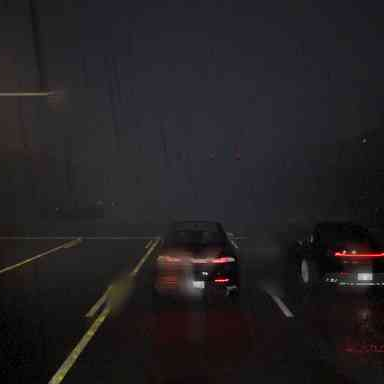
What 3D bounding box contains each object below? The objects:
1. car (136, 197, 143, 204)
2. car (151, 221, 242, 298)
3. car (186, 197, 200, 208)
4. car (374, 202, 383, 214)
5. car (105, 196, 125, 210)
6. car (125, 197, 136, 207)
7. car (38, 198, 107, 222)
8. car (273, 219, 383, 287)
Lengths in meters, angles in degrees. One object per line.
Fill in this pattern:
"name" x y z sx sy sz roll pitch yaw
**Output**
"car" -10.382 1.564 62.099 1.994 1.385 4.181 0 0 0
"car" 0.100 1.492 8.535 2.128 1.511 4.902 0 0 0
"car" 0.247 1.526 48.766 1.812 1.442 4.674 0 0 0
"car" 18.122 1.061 28.324 4.902 1.511 2.128 -5 0 0
"car" -10.468 1.352 42.785 2.097 1.767 4.553 0 0 0
"car" -10.443 1.526 51.681 1.812 1.442 4.674 0 0 0
"car" -9.354 1.491 25.973 4.902 1.511 2.128 0 0 -15
"car" 3.605 1.505 9.297 1.837 1.490 4.892 0 0 1
